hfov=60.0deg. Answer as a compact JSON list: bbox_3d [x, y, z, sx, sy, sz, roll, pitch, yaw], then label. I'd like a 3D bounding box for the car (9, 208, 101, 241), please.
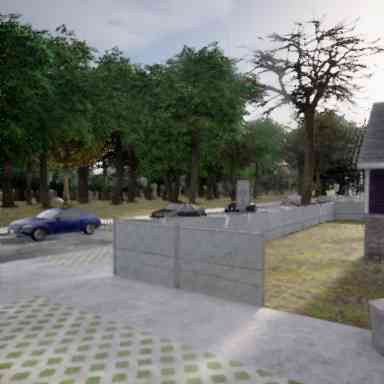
[{"bbox_3d":[-6.903,1.557,17.232,1.812,1.442,4.674,2,1,36],"label":"car"}]

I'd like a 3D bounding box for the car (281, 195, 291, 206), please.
[{"bbox_3d":[14.121,1.174,46.497,1.812,1.442,4.674,2,2,36],"label":"car"}]

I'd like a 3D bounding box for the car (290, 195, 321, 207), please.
[{"bbox_3d":[14.421,1.330,42.086,1.994,1.385,4.181,2,2,36],"label":"car"}]

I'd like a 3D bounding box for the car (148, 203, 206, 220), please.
[{"bbox_3d":[-0.957,1.551,25.566,2.033,1.411,5.357,2,1,35],"label":"car"}]

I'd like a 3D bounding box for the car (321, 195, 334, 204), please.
[{"bbox_3d":[19.841,1.180,49.771,1.994,1.385,4.181,2,2,36],"label":"car"}]

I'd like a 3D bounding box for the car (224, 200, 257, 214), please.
[{"bbox_3d":[4.998,1.450,33.892,1.994,1.385,4.181,2,2,35],"label":"car"}]
